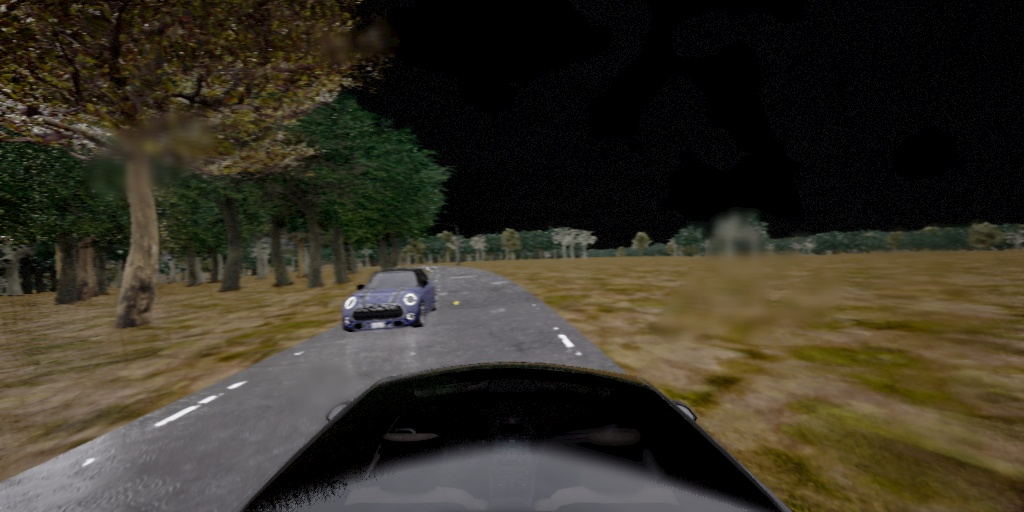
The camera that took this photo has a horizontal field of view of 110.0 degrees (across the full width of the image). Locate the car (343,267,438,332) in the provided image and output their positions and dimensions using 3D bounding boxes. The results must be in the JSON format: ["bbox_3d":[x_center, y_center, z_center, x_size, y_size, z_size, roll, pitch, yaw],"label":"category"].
[{"bbox_3d":[-3.715,1.208,11.584,2.097,1.767,4.553,-3,0,-5],"label":"car"}]
